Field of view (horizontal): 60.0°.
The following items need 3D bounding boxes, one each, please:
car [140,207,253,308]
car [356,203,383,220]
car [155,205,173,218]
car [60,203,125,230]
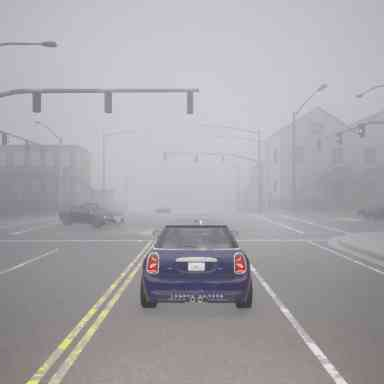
[{"bbox_3d":[0.094,1.352,8.068,2.097,1.767,4.553,0,0,0],"label":"car"},{"bbox_3d":[16.633,1.547,27.651,5.357,1.411,2.033,0,0,-1],"label":"car"},{"bbox_3d":[-3.551,2.570,42.552,1.895,1.301,4.718,0,-8,0],"label":"car"},{"bbox_3d":[-6.387,1.462,21.217,4.902,1.511,2.128,0,0,34],"label":"car"}]
